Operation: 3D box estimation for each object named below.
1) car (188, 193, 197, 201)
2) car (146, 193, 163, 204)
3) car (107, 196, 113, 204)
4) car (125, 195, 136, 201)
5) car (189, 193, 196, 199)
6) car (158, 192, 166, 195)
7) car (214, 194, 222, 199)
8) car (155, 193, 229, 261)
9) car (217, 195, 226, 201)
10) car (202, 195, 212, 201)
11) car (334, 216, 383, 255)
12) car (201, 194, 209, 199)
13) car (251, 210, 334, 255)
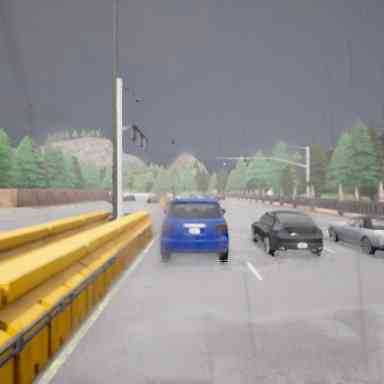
[{"bbox_3d":[0.099,1.193,81.332,2.097,1.767,4.553,0,0,0],"label":"car"},{"bbox_3d":[-6.965,1.433,59.703,2.033,1.411,5.357,0,0,1],"label":"car"},{"bbox_3d":[-13.963,1.448,60.141,1.994,1.385,4.181,0,0,1],"label":"car"},{"bbox_3d":[-13.909,1.356,75.152,1.837,1.490,4.892,0,0,0],"label":"car"},{"bbox_3d":[0.112,1.137,91.365,1.882,1.535,5.008,0,0,0],"label":"car"},{"bbox_3d":[-6.908,1.081,75.380,2.150,2.045,5.566,0,0,0],"label":"car"},{"bbox_3d":[7.112,1.255,91.386,1.895,1.301,4.718,0,0,0],"label":"car"},{"bbox_3d":[0.094,1.199,12.266,2.150,2.045,5.566,0,0,0],"label":"car"},{"bbox_3d":[7.099,1.363,81.353,1.812,1.442,4.674,0,0,0],"label":"car"},{"bbox_3d":[3.599,1.378,80.941,2.033,1.411,5.357,0,0,0],"label":"car"},{"bbox_3d":[7.095,1.576,13.135,1.895,1.301,4.718,0,0,0],"label":"car"},{"bbox_3d":[3.612,1.199,91.361,2.033,1.411,5.357,0,0,0],"label":"car"},{"bbox_3d":[3.594,1.480,13.234,1.837,1.490,4.892,0,0,0],"label":"car"}]
